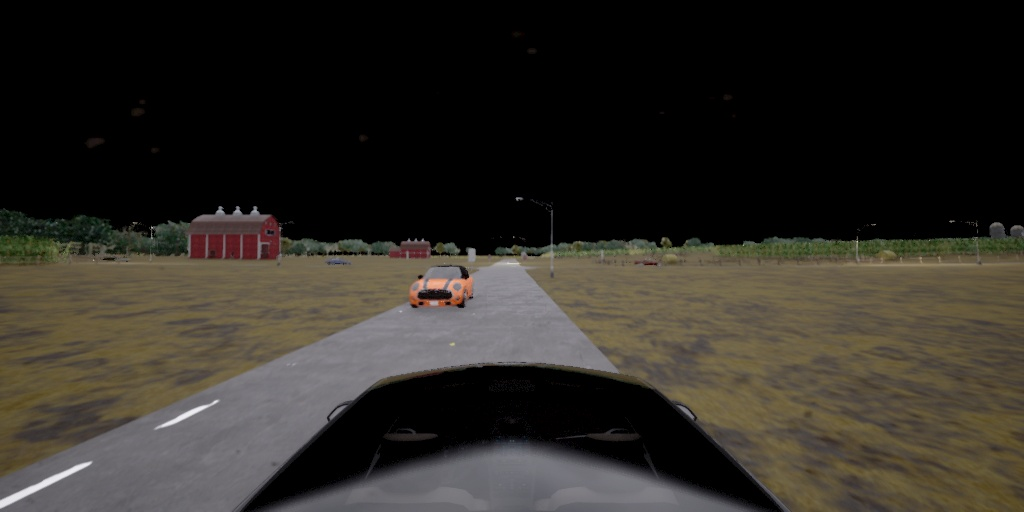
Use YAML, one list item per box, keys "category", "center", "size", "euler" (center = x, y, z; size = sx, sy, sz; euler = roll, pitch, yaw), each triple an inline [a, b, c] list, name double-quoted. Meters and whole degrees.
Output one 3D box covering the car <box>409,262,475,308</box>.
- category: "car"
  center: [-2.843, 1.157, 15.388]
  size: [2.097, 1.767, 4.553]
  euler: [0, 0, 0]
